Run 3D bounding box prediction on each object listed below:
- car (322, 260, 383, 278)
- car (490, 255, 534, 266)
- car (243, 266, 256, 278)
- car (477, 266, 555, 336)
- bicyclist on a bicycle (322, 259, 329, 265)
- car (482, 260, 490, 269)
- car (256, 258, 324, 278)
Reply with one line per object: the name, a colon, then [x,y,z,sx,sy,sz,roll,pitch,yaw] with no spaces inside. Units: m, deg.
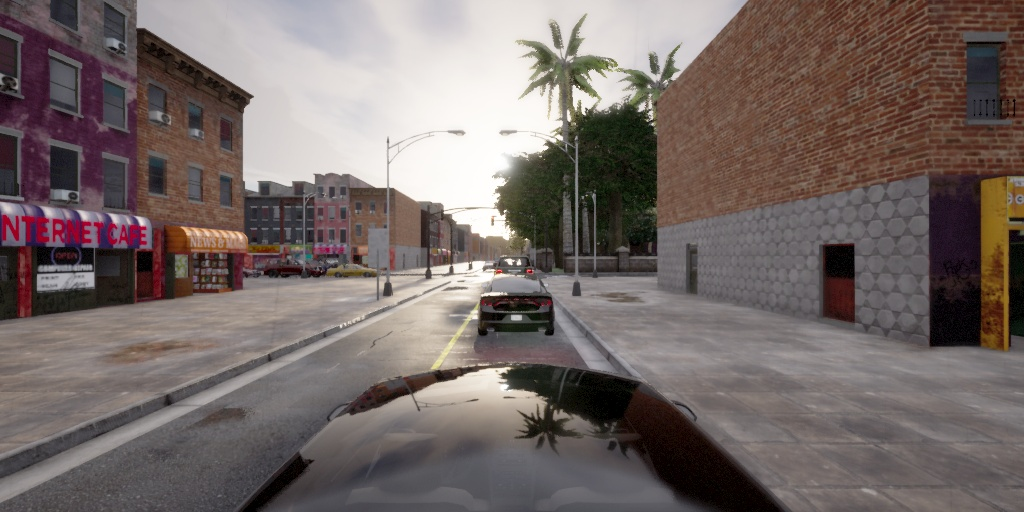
car: [-14.441,1.324,33.040,4.829,1.417,1.751,0,0,0]
car: [0.102,0.980,20.463,2.150,2.045,5.566,0,0,-1]
car: [-25.515,1.409,33.026,4.207,1.307,1.802,0,0,0]
car: [0.099,1.230,10.494,1.882,1.535,5.008,0,0,0]
bicyclist on a bicycle: [-20.145,1.124,38.679,0.582,1.620,1.656,0,0,0]
car: [-2.859,1.316,47.907,1.812,1.442,4.674,0,0,0]
car: [-20.062,1.128,33.033,5.009,1.841,2.192,0,0,0]
